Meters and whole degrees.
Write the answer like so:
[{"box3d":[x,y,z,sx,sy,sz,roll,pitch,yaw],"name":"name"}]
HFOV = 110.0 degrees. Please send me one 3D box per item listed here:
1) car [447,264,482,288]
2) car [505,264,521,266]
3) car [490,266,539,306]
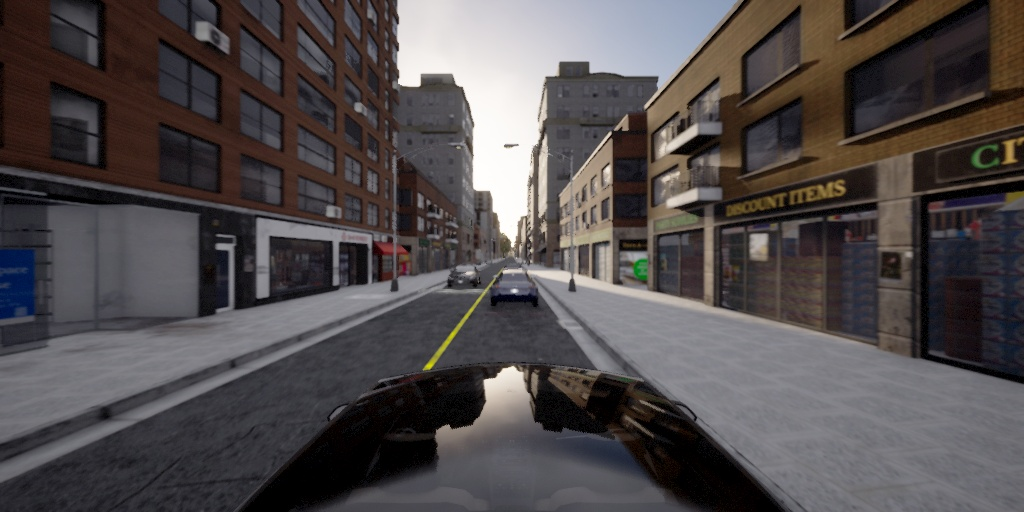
[{"box3d":[-3.054,1.286,23.744,1.812,1.442,4.674,0,0,0],"name":"car"},{"box3d":[0.099,1.370,33.933,1.895,1.301,4.718,0,0,0],"name":"car"},{"box3d":[0.099,1.319,15.840,1.994,1.385,4.181,0,0,0],"name":"car"}]
